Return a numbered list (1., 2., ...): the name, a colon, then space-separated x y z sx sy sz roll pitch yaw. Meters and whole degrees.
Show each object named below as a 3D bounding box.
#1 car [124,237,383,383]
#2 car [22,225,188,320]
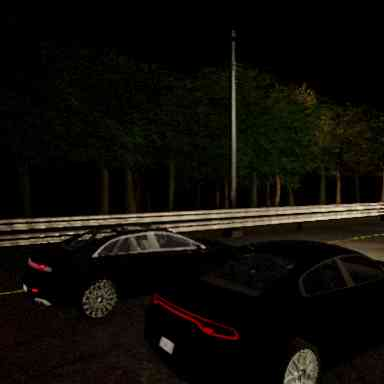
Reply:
1. car: 1.741 1.472 4.995 5.008 1.535 1.882 0 0 -36
2. car: -1.001 1.487 7.337 4.902 1.511 2.128 0 0 -36
